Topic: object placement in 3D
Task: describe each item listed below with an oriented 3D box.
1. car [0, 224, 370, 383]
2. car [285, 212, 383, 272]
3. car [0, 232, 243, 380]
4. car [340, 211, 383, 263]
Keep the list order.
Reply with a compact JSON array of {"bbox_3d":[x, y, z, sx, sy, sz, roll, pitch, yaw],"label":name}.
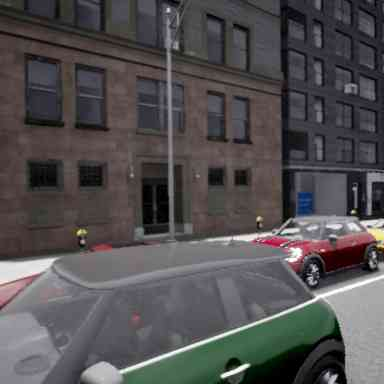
[{"bbox_3d":[-0.705,1.346,2.872,4.553,1.767,2.097,0,0,-35],"label":"car"},{"bbox_3d":[3.182,1.399,8.930,4.097,1.590,1.967,0,0,-35],"label":"car"},{"bbox_3d":[-1.298,1.570,5.733,4.206,1.307,1.802,0,0,-35],"label":"car"},{"bbox_3d":[7.526,1.457,12.027,4.829,1.417,1.752,0,-1,-35],"label":"car"}]
